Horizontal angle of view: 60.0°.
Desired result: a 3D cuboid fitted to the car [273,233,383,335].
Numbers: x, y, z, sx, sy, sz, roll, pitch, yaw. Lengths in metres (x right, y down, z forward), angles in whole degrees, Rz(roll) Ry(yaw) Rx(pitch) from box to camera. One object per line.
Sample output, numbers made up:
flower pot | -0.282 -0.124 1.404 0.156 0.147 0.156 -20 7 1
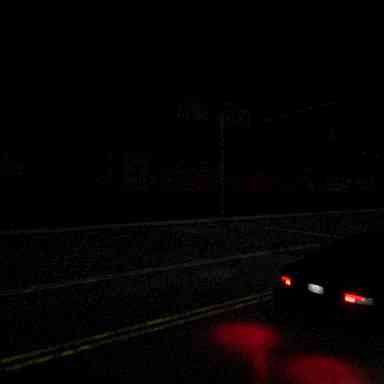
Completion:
car | 3.967 1.547 6.600 5.357 1.411 2.033 0 0 -35
